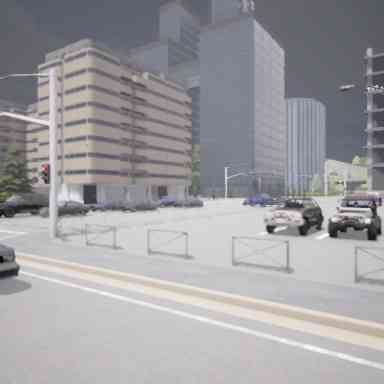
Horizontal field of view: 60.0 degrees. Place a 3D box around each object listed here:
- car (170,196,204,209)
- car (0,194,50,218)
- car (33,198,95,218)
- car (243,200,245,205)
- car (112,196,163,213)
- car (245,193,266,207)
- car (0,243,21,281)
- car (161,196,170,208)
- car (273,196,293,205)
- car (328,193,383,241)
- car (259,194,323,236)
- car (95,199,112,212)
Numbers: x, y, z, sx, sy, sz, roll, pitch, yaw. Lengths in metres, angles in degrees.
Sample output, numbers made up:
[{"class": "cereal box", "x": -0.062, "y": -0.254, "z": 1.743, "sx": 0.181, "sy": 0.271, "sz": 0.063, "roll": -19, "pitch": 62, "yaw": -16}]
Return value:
[{"class": "car", "x": -0.369, "y": 1.548, "z": 46.748, "sx": 2.033, "sy": 1.411, "sz": 5.357, "roll": 0, "pitch": 0, "yaw": 34}, {"class": "car", "x": -15.445, "y": 1.226, "z": 30.604, "sx": 2.150, "sy": 2.045, "sz": 5.566, "roll": 0, "pitch": 0, "yaw": 34}, {"class": "car", "x": -11.498, "y": 1.529, "z": 30.165, "sx": 1.812, "sy": 1.442, "sz": 4.674, "roll": 0, "pitch": 0, "yaw": 34}, {"class": "car", "x": 10.282, "y": 1.562, "z": 55.998, "sx": 1.994, "sy": 1.385, "sz": 4.181, "roll": 0, "pitch": 0, "yaw": 34}, {"class": "car", "x": -6.164, "y": 1.549, "z": 38.135, "sx": 2.033, "sy": 1.411, "sz": 5.357, "roll": 0, "pitch": 0, "yaw": 34}, {"class": "car", "x": 10.457, "y": 1.219, "z": 49.988, "sx": 2.150, "sy": 2.045, "sz": 5.566, "roll": 0, "pitch": 0, "yaw": 35}, {"class": "car", "x": -6.536, "y": 1.549, "z": 8.470, "sx": 5.357, "sy": 1.411, "sz": 2.033, "roll": 0, "pitch": 0, "yaw": 35}, {"class": "car", "x": -4.052, "y": 1.353, "z": 47.504, "sx": 2.097, "sy": 1.767, "sz": 4.553, "roll": 0, "pitch": 0, "yaw": 35}, {"class": "car", "x": 15.956, "y": 1.501, "z": 58.169, "sx": 1.837, "sy": 1.490, "sz": 4.892, "roll": 0, "pitch": 0, "yaw": 34}, {"class": "car", "x": 7.822, "y": 1.154, "z": 15.846, "sx": 1.905, "sy": 1.878, "sz": 3.866, "roll": 0, "pitch": 0, "yaw": 34}, {"class": "car", "x": 5.456, "y": 1.152, "z": 17.513, "sx": 1.932, "sy": 1.855, "sz": 4.605, "roll": 0, "pitch": 0, "yaw": 34}, {"class": "car", "x": -9.732, "y": 1.550, "z": 39.111, "sx": 2.033, "sy": 1.411, "sz": 5.357, "roll": 0, "pitch": 0, "yaw": 34}]
